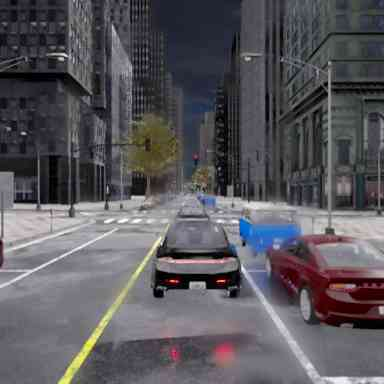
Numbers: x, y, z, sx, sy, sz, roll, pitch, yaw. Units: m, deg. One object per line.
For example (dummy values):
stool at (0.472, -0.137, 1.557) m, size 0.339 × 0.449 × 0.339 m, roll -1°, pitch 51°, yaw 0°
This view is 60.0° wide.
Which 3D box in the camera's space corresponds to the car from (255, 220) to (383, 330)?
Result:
car at (2.765, 1.543, 6.950) m, size 1.887 × 1.381 × 4.507 m, roll 0°, pitch 0°, yaw 0°

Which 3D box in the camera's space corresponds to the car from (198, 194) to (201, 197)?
car at (2.633, 1.599, 66.699) m, size 1.802 × 1.307 × 4.206 m, roll 0°, pitch 0°, yaw 0°

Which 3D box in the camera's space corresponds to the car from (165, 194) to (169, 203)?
car at (-5.880, 1.327, 60.914) m, size 2.192 × 1.841 × 5.009 m, roll 0°, pitch 0°, yaw 0°

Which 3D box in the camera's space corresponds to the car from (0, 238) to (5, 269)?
car at (-5.790, 1.543, 6.951) m, size 1.887 × 1.381 × 4.507 m, roll 0°, pitch 0°, yaw 0°

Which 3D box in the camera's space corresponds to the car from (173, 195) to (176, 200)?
car at (-5.933, 1.604, 87.358) m, size 1.947 × 1.339 × 4.313 m, roll 0°, pitch 0°, yaw 0°

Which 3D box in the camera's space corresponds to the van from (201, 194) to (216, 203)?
van at (2.666, 1.347, 50.460) m, size 1.690 × 1.788 × 3.998 m, roll 0°, pitch 0°, yaw 0°

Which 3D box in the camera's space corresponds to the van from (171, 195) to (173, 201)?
van at (-5.912, 1.367, 76.781) m, size 1.690 × 1.788 × 3.998 m, roll 0°, pitch 0°, yaw 0°

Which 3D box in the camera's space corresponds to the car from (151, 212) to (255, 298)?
car at (0.084, 1.489, 8.486) m, size 2.128 × 1.511 × 4.902 m, roll 0°, pitch 0°, yaw 0°

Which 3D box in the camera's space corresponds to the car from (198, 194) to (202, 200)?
car at (2.644, 1.557, 61.286) m, size 1.887 × 1.381 × 4.507 m, roll 0°, pitch 0°, yaw 0°

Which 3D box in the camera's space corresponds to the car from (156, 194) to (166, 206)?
car at (-5.870, 1.553, 55.625) m, size 1.887 × 1.381 × 4.507 m, roll 0°, pitch 0°, yaw 0°

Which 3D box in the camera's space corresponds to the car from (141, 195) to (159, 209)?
car at (-5.855, 1.528, 44.875) m, size 1.752 × 1.417 × 4.829 m, roll 0°, pitch 0°, yaw 0°

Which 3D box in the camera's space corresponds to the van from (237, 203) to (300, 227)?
van at (2.755, 1.338, 12.475) m, size 1.690 × 1.788 × 3.998 m, roll 0°, pitch 0°, yaw 0°

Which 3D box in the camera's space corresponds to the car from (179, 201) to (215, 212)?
car at (0.050, 1.488, 17.872) m, size 2.128 × 1.511 × 4.902 m, roll 0°, pitch 0°, yaw 1°

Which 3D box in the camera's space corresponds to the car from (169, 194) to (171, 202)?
car at (-5.891, 1.567, 66.203) m, size 2.008 × 1.369 × 4.403 m, roll 0°, pitch 0°, yaw 0°

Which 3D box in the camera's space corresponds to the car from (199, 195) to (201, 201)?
car at (2.654, 1.575, 55.872) m, size 1.947 × 1.339 × 4.313 m, roll 0°, pitch 0°, yaw 0°

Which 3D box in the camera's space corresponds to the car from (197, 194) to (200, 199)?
car at (2.622, 1.572, 72.112) m, size 2.008 × 1.369 × 4.403 m, roll 0°, pitch 0°, yaw 0°
